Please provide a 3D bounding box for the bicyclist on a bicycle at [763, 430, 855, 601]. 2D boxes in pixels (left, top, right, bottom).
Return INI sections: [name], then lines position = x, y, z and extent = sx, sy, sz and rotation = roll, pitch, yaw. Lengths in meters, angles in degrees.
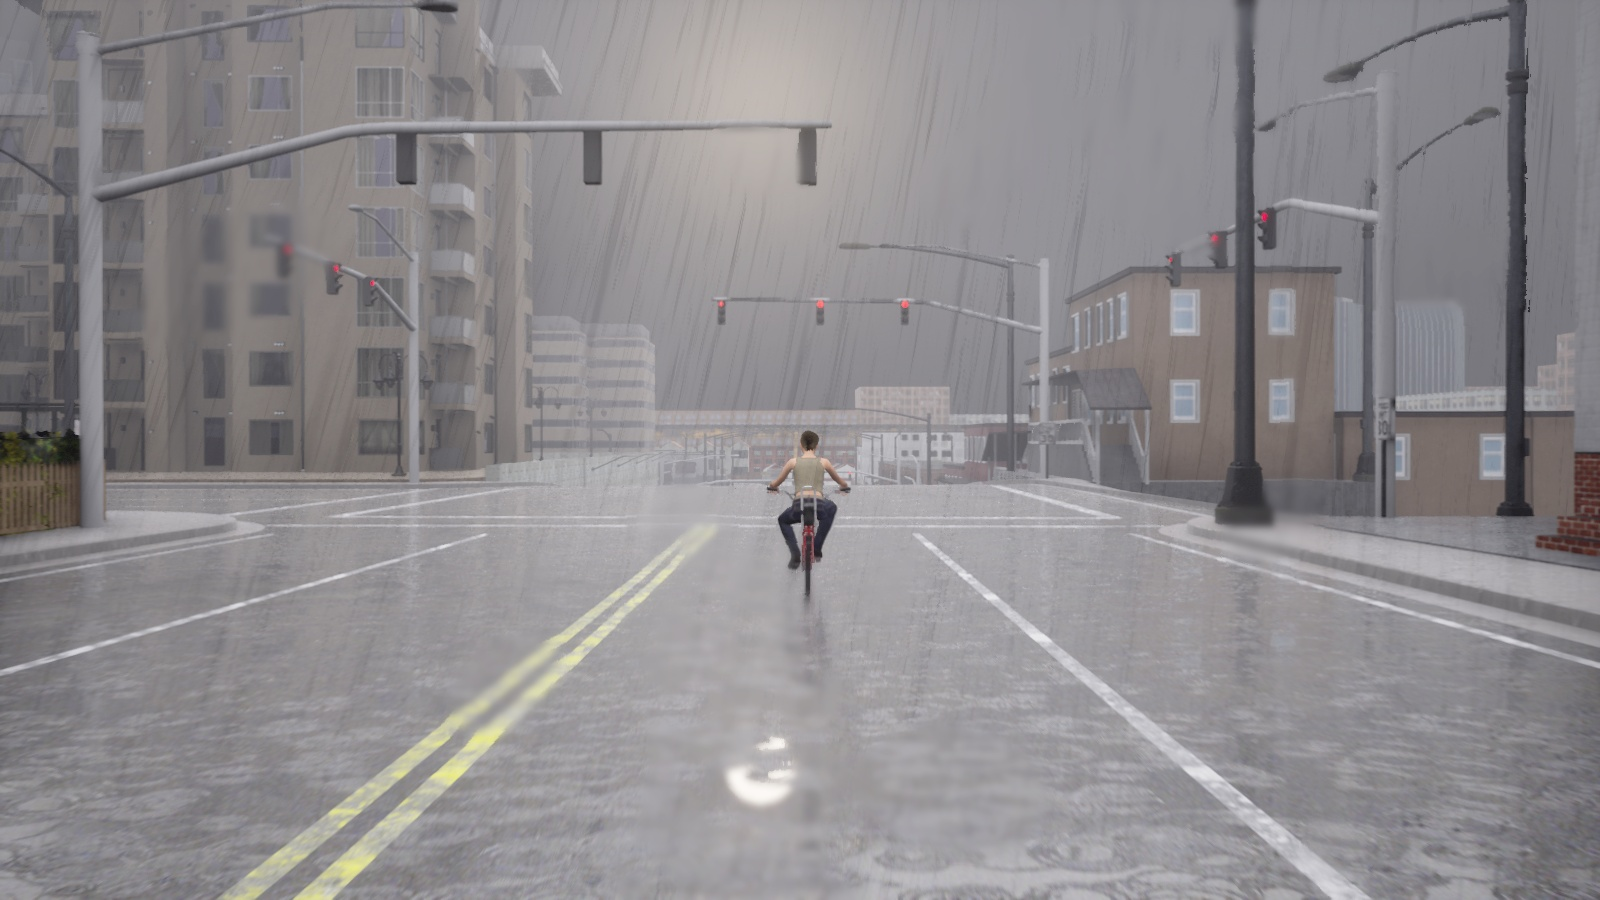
[bicyclist on a bicycle]
position = 0.088, 0.612, 12.556
extent = 0.866, 1.612, 1.509
rotation = 0, 0, 0
